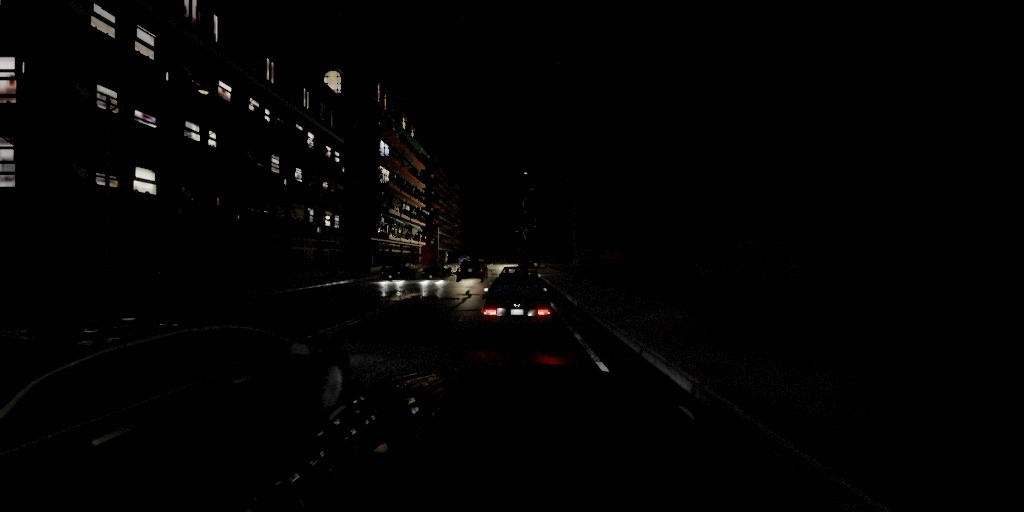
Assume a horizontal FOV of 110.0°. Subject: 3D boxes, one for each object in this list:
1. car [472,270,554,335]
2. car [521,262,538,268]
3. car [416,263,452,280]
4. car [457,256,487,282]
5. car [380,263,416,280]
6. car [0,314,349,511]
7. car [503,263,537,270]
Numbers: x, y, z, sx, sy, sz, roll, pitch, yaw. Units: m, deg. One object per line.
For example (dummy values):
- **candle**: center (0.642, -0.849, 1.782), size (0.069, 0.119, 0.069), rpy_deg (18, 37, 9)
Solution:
- **car**: center (0.111, 1.299, 10.513), size (2.033, 1.411, 5.357), rpy_deg (0, 0, 0)
- **car**: center (1.167, 1.259, 30.642), size (1.837, 1.490, 4.892), rpy_deg (0, 0, 0)
- **car**: center (-6.569, 1.301, 31.652), size (2.033, 1.411, 5.357), rpy_deg (0, 0, 0)
- **car**: center (-3.123, 1.106, 28.826), size (2.097, 1.767, 4.553), rpy_deg (0, 0, 0)
- **car**: center (-9.818, 1.301, 31.586), size (2.033, 1.411, 5.357), rpy_deg (0, 0, 0)
- **car**: center (-3.151, 1.254, 3.006), size (1.837, 1.490, 4.892), rpy_deg (0, 0, 0)
- **car**: center (0.119, 1.300, 20.875), size (2.033, 1.411, 5.357), rpy_deg (0, 0, 0)
